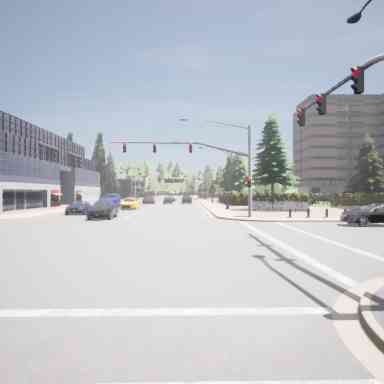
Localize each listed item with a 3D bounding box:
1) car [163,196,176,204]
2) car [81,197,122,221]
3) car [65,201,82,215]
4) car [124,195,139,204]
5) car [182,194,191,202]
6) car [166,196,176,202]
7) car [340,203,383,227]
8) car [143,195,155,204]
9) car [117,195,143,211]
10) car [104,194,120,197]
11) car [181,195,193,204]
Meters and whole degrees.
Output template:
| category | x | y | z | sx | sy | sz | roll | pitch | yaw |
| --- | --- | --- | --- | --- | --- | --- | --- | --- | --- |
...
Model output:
| category | x | y | z | sx | sy | sz | roll | pitch | yaw |
| --- | --- | --- | --- | --- | --- | --- | --- | --- | --- |
| car | -4.560 | 1.586 | 64.656 | 2.033 | 1.411 | 5.357 | 0 | 0 | -1 |
| car | -7.440 | 1.494 | 27.843 | 1.882 | 1.535 | 5.008 | 0 | 0 | -4 |
| car | -11.236 | 1.584 | 33.497 | 1.994 | 1.385 | 4.181 | 0 | 0 | -1 |
| car | -11.587 | 1.389 | 64.214 | 2.097 | 1.767 | 4.553 | 0 | 0 | 0 |
| car | -1.199 | 1.400 | 75.045 | 2.097 | 1.767 | 4.553 | 0 | 0 | -1 |
| car | -4.704 | 1.554 | 75.292 | 1.895 | 1.301 | 4.718 | 0 | 0 | -1 |
| car | 12.506 | 1.505 | 22.257 | 4.902 | 1.511 | 2.128 | 0 | 0 | -1 |
| car | -8.080 | 1.388 | 62.297 | 2.097 | 1.767 | 4.553 | 0 | 0 | 0 |
| car | -7.857 | 1.502 | 42.245 | 1.882 | 1.535 | 5.008 | 0 | 0 | -1 |
| car | -11.423 | 1.251 | 47.127 | 2.150 | 2.045 | 5.566 | 0 | 0 | -1 |
| car | -0.964 | 1.543 | 64.979 | 1.837 | 1.490 | 4.892 | 0 | 0 | -1 |
